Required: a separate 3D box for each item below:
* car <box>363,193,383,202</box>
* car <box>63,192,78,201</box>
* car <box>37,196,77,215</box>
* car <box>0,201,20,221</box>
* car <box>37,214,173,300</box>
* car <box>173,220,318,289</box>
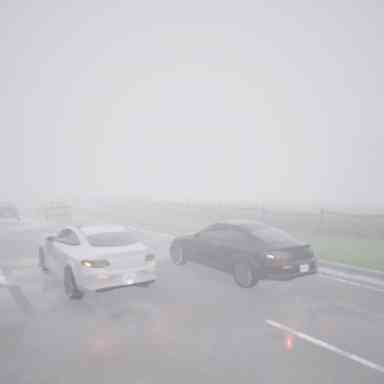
[{"bbox_3d":[32.747,1.092,58.499,1.932,1.855,4.605,0,0,-35],"label":"car"},{"bbox_3d":[-21.810,1.015,57.822,3.866,1.878,1.905,0,0,-35],"label":"car"},{"bbox_3d":[-11.324,1.382,27.235,1.882,1.535,5.008,0,0,-35],"label":"car"},{"bbox_3d":[-14.509,1.430,25.685,1.812,1.442,4.674,0,0,-35],"label":"car"},{"bbox_3d":[-2.527,1.497,8.416,1.812,1.442,4.674,0,0,-35],"label":"car"},{"bbox_3d":[1.174,1.501,9.220,1.812,1.442,4.674,0,0,-35],"label":"car"}]
